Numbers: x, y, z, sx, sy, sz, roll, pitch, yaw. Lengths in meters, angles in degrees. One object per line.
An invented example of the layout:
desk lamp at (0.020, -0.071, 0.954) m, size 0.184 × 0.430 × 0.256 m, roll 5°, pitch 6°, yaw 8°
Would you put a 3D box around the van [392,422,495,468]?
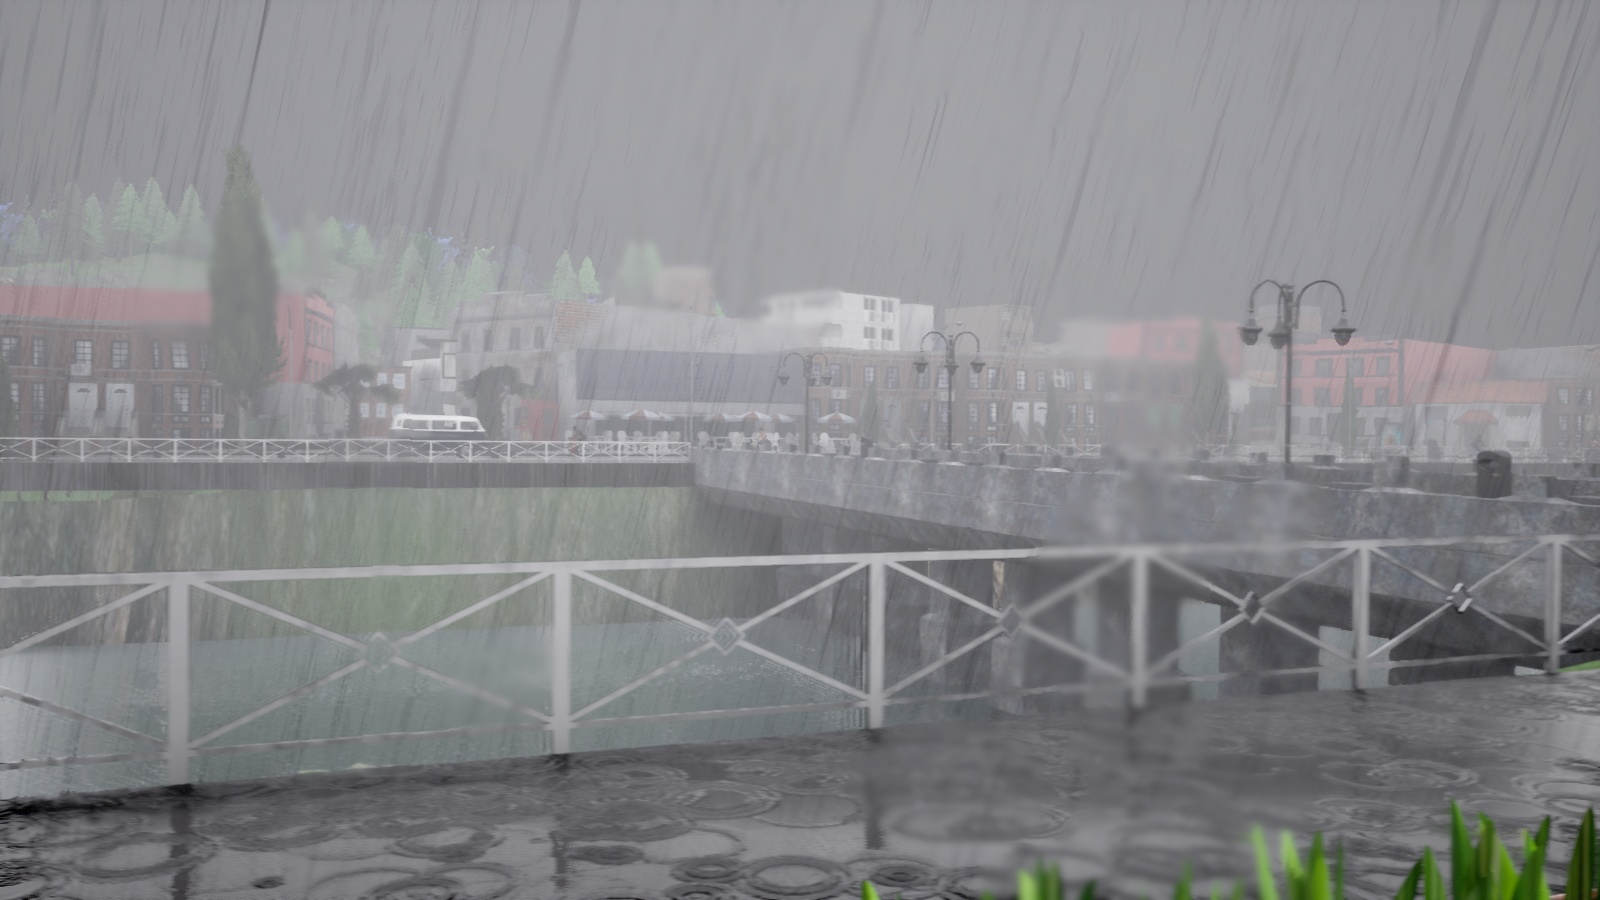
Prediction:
van at (-16.793, -0.258, 59.083) m, size 4.480 × 2.038 × 2.069 m, roll -1°, pitch 1°, yaw -21°
